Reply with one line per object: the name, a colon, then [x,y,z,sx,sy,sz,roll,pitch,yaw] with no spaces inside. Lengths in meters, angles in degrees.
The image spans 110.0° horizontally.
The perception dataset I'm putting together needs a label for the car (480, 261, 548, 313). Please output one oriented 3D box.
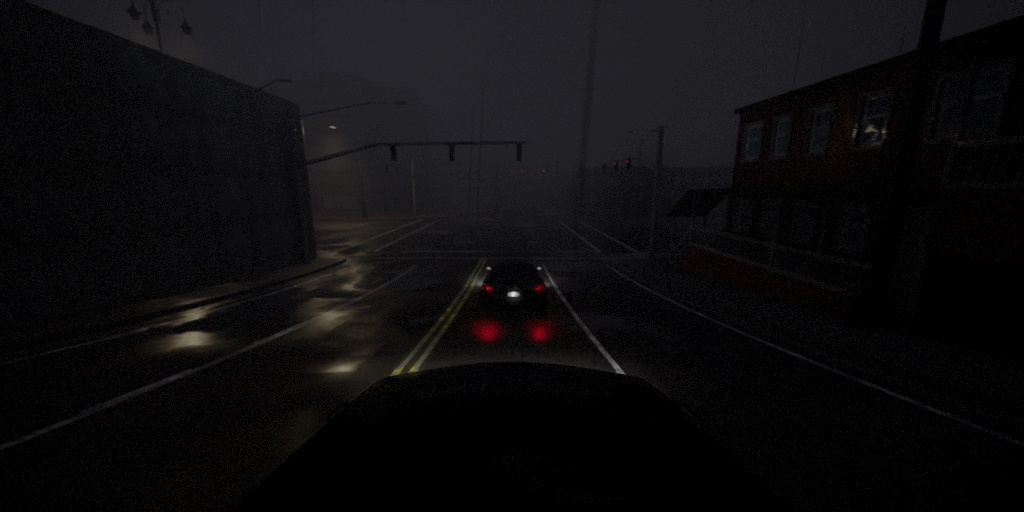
car: [0.062,0.838,11.684,1.994,1.385,4.181,0,5,0]
